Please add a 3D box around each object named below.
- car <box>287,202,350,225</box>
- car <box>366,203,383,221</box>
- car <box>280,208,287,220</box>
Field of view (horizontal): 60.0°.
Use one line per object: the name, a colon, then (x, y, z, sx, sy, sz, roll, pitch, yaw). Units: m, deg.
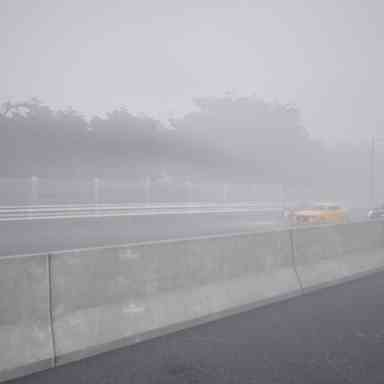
car: (9.394, 1.586, 23.939, 5.008, 1.535, 1.882, 1, 0, -37)
car: (14.013, 1.492, 23.028, 4.553, 1.767, 2.097, 1, 0, -37)
car: (9.591, 1.629, 28.460, 4.902, 1.511, 2.128, 1, 0, -37)
